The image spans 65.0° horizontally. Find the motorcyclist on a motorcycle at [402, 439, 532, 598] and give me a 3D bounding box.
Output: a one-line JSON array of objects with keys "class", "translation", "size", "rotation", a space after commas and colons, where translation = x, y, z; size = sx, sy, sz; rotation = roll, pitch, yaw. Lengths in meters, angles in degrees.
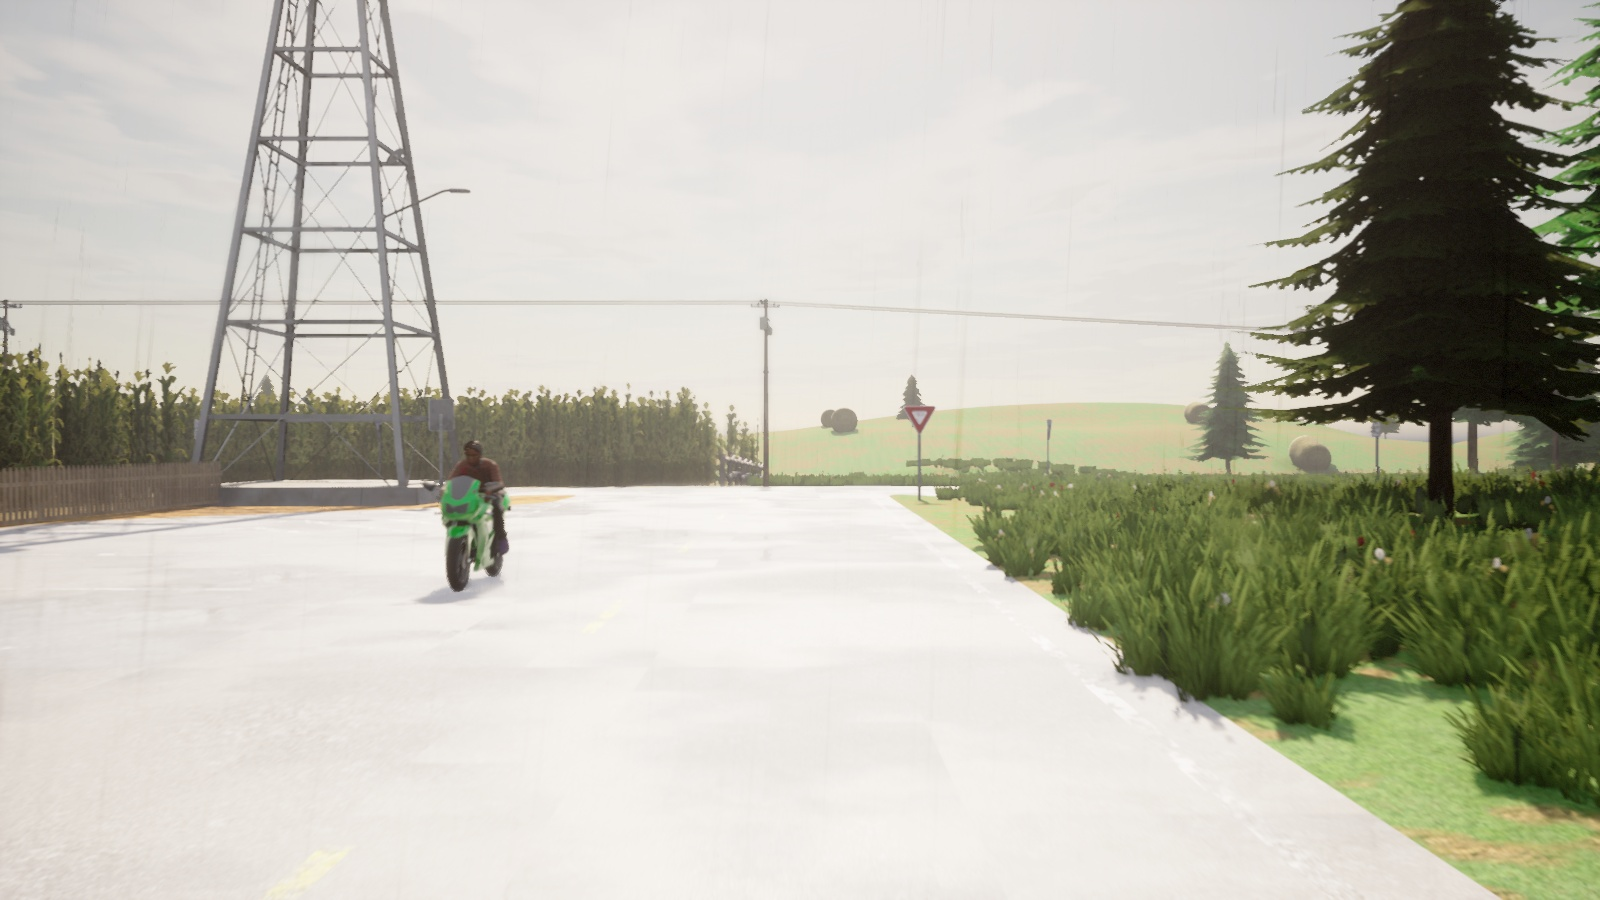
[{"class": "motorcyclist on a motorcycle", "translation": [-3.410, 0.652, 13.068], "size": [0.797, 1.523, 2.044], "rotation": [0, 0, 0]}]
